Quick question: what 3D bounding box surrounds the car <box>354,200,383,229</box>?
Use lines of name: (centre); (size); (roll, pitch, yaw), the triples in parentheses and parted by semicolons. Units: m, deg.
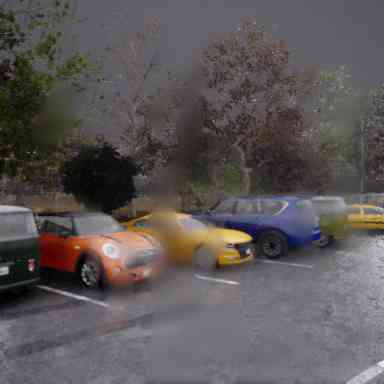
car: (9.352, 1.345, 17.623); (5.366, 1.575, 1.946); (-1, -1, 34)

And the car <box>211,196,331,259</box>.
car: (1.929, 1.175, 12.581); (5.566, 2.045, 2.435); (-1, 0, 34)

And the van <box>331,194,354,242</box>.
van: (4.269, 1.178, 14.340); (4.442, 1.987, 1.878); (-1, 0, 35)

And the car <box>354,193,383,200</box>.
car: (11.628, 1.072, 19.418); (5.566, 2.045, 2.435); (-1, -1, 35)

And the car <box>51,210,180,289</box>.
car: (-2.891, 1.343, 9.148); (4.553, 1.767, 2.185); (-1, -1, 35)

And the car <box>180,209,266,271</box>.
car: (-0.454, 1.447, 10.856); (5.008, 1.535, 2.097); (-1, -1, 35)

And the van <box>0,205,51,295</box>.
van: (-5.379, 1.262, 7.472); (4.442, 1.987, 1.878); (-1, 0, 35)
